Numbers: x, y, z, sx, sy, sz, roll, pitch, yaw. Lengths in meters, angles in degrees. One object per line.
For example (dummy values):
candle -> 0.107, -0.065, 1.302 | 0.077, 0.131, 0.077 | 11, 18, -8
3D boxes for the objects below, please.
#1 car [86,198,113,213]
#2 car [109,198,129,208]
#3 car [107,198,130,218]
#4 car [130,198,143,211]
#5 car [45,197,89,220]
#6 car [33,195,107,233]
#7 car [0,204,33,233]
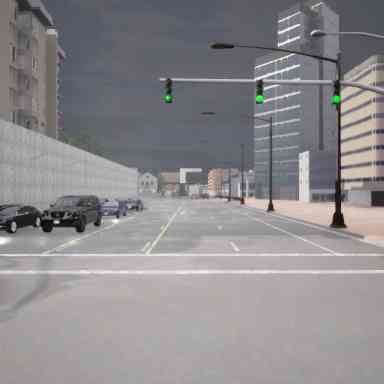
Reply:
car -> -10.605, 1.505, 38.470 | 1.837, 1.490, 4.892 | 0, 0, 0
car -> -10.570, 1.601, 48.530 | 1.895, 1.301, 4.718 | 0, 0, 0
car -> -7.107, 1.526, 29.856 | 1.812, 1.442, 4.674 | 0, 0, 0
car -> -7.102, 1.491, 40.199 | 2.128, 1.511, 4.902 | 0, 0, 0
car -> -10.608, 1.352, 28.652 | 2.097, 1.767, 4.553 | 0, 0, 0
car -> -7.102, 1.221, 20.216 | 2.150, 2.045, 5.566 | 0, 0, 0
car -> -10.606, 1.505, 19.585 | 1.837, 1.490, 4.892 | 0, 0, 0
